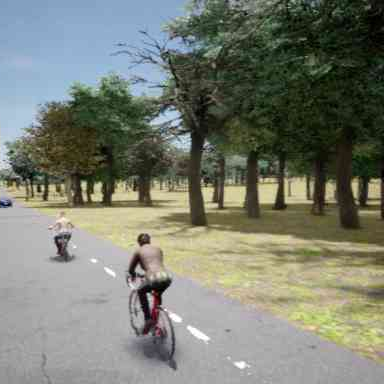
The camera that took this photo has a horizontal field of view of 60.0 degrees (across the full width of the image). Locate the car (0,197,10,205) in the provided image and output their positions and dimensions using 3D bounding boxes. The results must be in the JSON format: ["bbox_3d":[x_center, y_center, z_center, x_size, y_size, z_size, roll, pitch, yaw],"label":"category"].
[{"bbox_3d":[-38.205,1.761,67.750,1.882,1.535,5.008,-1,1,-30],"label":"car"}]

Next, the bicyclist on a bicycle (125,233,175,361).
[{"bbox_3d":[-0.640,1.442,4.872,0.582,1.620,1.656,-1,0,-30],"label":"bicyclist on a bicycle"}]

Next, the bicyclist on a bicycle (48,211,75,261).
[{"bbox_3d":[-4.422,1.463,11.381,0.866,1.612,1.509,-1,0,-30],"label":"bicyclist on a bicycle"}]

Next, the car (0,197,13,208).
[{"bbox_3d":[-30.856,1.759,55.273,1.882,1.535,5.008,-1,0,-30],"label":"car"}]
